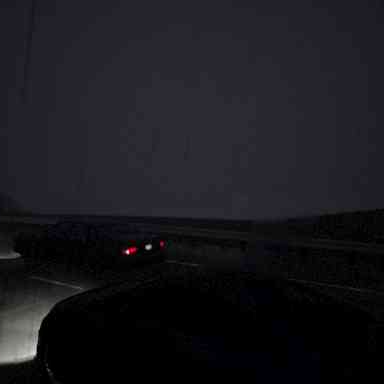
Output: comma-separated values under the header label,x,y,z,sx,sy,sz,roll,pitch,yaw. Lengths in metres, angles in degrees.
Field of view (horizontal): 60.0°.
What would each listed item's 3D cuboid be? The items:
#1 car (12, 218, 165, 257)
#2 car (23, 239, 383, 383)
label,x,y,z,sx,sy,sz,roll,pitch,yaw
car,-3.271,1.528,10.270,5.357,1.411,2.033,0,0,33
car,0.115,1.557,3.767,4.181,1.385,1.994,0,0,35
